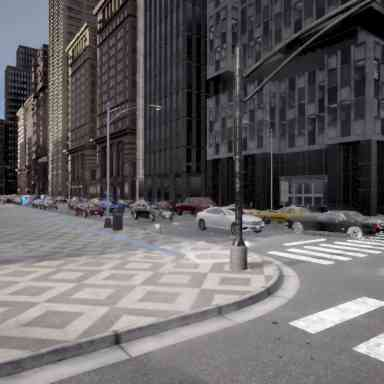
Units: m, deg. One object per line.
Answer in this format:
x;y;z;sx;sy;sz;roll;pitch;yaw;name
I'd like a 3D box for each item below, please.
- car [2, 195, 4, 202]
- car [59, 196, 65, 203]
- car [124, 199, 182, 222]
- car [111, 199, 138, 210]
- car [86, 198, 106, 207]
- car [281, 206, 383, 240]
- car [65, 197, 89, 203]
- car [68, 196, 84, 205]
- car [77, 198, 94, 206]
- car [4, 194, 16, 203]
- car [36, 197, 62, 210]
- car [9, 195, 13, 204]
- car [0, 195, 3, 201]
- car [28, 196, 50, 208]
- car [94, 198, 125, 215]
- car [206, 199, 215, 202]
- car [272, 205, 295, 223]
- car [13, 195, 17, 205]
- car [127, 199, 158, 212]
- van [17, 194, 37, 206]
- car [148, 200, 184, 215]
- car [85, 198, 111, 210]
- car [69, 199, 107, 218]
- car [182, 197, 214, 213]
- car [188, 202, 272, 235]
-42.186;1.816;77.237;1.802;1.307;4.206;0;0;-35;car
-28.764;1.670;73.025;1.967;1.590;4.097;0;0;-35;car
-3.232;1.548;26.786;2.128;1.511;4.902;0;0;-35;car
-9.355;1.681;45.586;2.008;1.369;4.403;0;0;-35;car
-15.825;1.728;54.733;1.947;1.339;4.313;0;0;-35;car
7.388;1.631;17.335;4.718;1.301;1.895;0;0;45;car
-14.365;1.674;42.583;1.994;1.385;4.181;0;0;-37;car
-22.295;1.636;63.879;1.967;1.590;4.097;0;0;-35;car
-19.060;1.761;59.306;1.802;1.307;4.206;0;0;-35;car
-38.951;1.531;72.665;2.192;1.841;5.009;0;0;-35;car
-19.540;1.697;45.223;1.802;1.307;4.206;0;0;-35;car
-35.716;1.781;68.090;1.802;1.307;4.206;0;0;-35;car
-45.421;1.692;81.811;1.967;1.590;4.097;0;0;-35;car
-22.775;1.713;49.796;1.802;1.307;4.206;0;0;-35;car
-8.676;1.560;34.495;1.882;1.535;5.008;0;0;-35;car
3.487;1.594;27.432;1.752;1.417;4.829;0;0;-35;car
6.722;1.579;22.859;1.752;1.417;4.829;0;0;-35;car
-32.383;1.707;63.378;1.752;1.417;4.829;0;0;-35;car
-6.218;1.640;41.152;1.752;1.417;4.829;0;0;-35;car
-29.246;1.506;58.944;1.690;1.788;3.998;0;0;-35;van
-2.885;1.644;36.440;1.887;1.381;4.507;0;0;-35;car
-13.142;1.606;46.248;1.882;1.535;5.008;0;0;-35;car
-9.835;1.613;31.502;1.887;1.381;4.507;0;0;-35;car
0.350;1.399;31.867;2.192;1.841;5.009;0;0;-35;car
2.054;1.557;19.273;1.812;1.442;4.674;0;0;-37;car
